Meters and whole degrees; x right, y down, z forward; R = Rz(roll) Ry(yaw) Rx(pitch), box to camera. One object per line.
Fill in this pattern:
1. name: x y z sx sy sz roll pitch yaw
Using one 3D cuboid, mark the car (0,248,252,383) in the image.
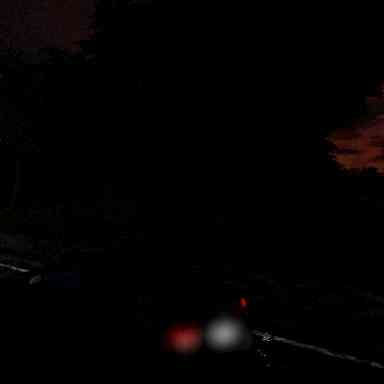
1. car: -1.265 1.553 4.895 4.181 1.385 1.994 0 0 35
